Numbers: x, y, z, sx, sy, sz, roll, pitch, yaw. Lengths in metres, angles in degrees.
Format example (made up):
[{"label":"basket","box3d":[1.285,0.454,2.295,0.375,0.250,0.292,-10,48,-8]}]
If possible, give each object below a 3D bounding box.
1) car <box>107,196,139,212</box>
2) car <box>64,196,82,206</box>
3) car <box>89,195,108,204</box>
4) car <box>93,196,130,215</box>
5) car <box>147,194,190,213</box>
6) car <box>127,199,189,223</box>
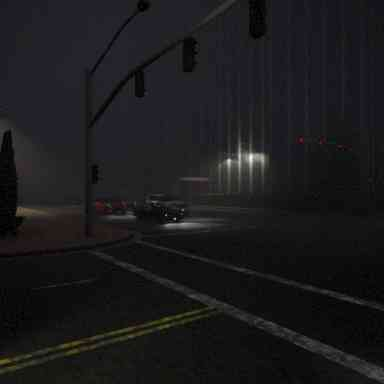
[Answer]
[{"label":"car","box3d":[-8.306,1.352,39.694,2.097,1.767,4.553,0,0,-36]},{"label":"car","box3d":[-20.116,1.513,56.112,1.837,1.490,4.892,0,0,-36]},{"label":"car","box3d":[-18.680,1.478,66.225,1.882,1.535,5.008,0,0,-36]},{"label":"car","box3d":[-8.343,1.352,33.788,2.097,1.767,4.553,0,0,-36]},{"label":"car","box3d":[-2.417,1.221,31.579,2.150,2.045,5.566,0,0,-36]},{"label":"car","box3d":[-2.801,1.547,26.155,2.033,1.411,5.357,0,0,-36]}]
